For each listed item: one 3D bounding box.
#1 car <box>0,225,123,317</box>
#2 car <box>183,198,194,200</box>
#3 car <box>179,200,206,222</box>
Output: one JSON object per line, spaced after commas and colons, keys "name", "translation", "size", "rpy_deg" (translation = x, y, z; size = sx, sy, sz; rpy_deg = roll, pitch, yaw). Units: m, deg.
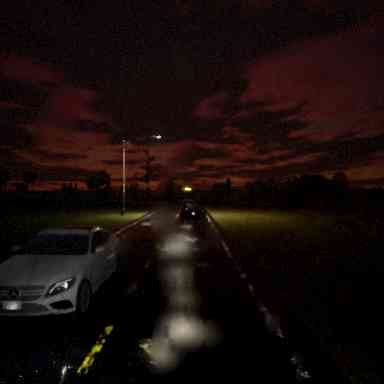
{"name": "car", "translation": [-2.828, 1.531, 7.591], "size": [1.812, 1.442, 4.674], "rpy_deg": [0, 0, 0]}
{"name": "car", "translation": [-0.459, 1.524, 42.902], "size": [1.812, 1.442, 4.674], "rpy_deg": [0, 0, -6]}
{"name": "car", "translation": [0.099, 1.570, 26.516], "size": [1.994, 1.385, 4.181], "rpy_deg": [0, 0, 0]}
